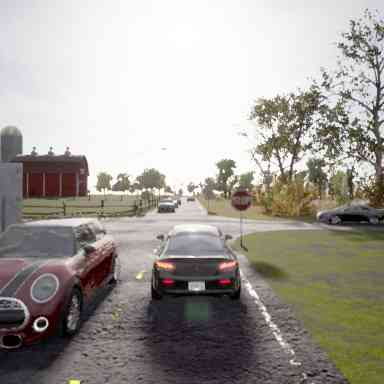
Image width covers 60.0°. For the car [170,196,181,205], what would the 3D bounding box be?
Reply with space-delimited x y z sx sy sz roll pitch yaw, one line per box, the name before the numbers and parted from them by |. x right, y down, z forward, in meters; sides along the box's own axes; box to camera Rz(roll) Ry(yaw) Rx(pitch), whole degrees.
car | -2.993 1.531 61.691 1.882 1.535 5.008 0 1 0

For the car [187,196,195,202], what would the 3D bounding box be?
car | -0.235 1.640 80.420 1.994 1.385 4.181 0 0 0

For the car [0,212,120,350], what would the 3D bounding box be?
car | -2.870 1.353 6.563 2.097 1.767 4.553 0 0 0

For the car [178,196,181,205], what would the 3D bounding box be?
car | -2.983 1.581 48.822 2.033 1.411 5.357 0 0 0

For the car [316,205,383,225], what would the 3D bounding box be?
car | 12.208 1.728 25.769 4.902 1.511 2.128 1 -1 -1

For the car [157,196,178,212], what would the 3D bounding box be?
car | -2.919 1.527 38.364 1.837 1.490 4.892 0 0 -1

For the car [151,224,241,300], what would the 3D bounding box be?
car | 0.072 1.528 8.289 1.812 1.442 4.674 0 0 0
